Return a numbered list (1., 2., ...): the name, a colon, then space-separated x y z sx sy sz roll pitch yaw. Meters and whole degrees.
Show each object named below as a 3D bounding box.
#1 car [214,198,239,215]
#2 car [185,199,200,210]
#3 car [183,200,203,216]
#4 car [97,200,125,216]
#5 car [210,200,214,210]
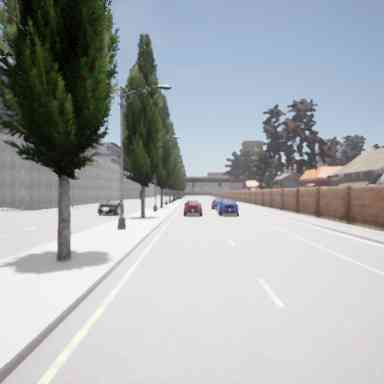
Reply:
1. car: 3.590 1.525 33.882 1.882 1.535 5.008 0 0 0
2. car: 0.078 1.664 44.805 1.895 1.301 4.718 0 0 1
3. car: 0.098 1.573 33.725 1.812 1.442 4.674 0 0 0
4. car: -7.977 1.522 33.163 2.128 1.511 4.902 1 -1 0
5. car: 3.580 1.589 45.100 1.812 1.442 4.674 0 0 1
